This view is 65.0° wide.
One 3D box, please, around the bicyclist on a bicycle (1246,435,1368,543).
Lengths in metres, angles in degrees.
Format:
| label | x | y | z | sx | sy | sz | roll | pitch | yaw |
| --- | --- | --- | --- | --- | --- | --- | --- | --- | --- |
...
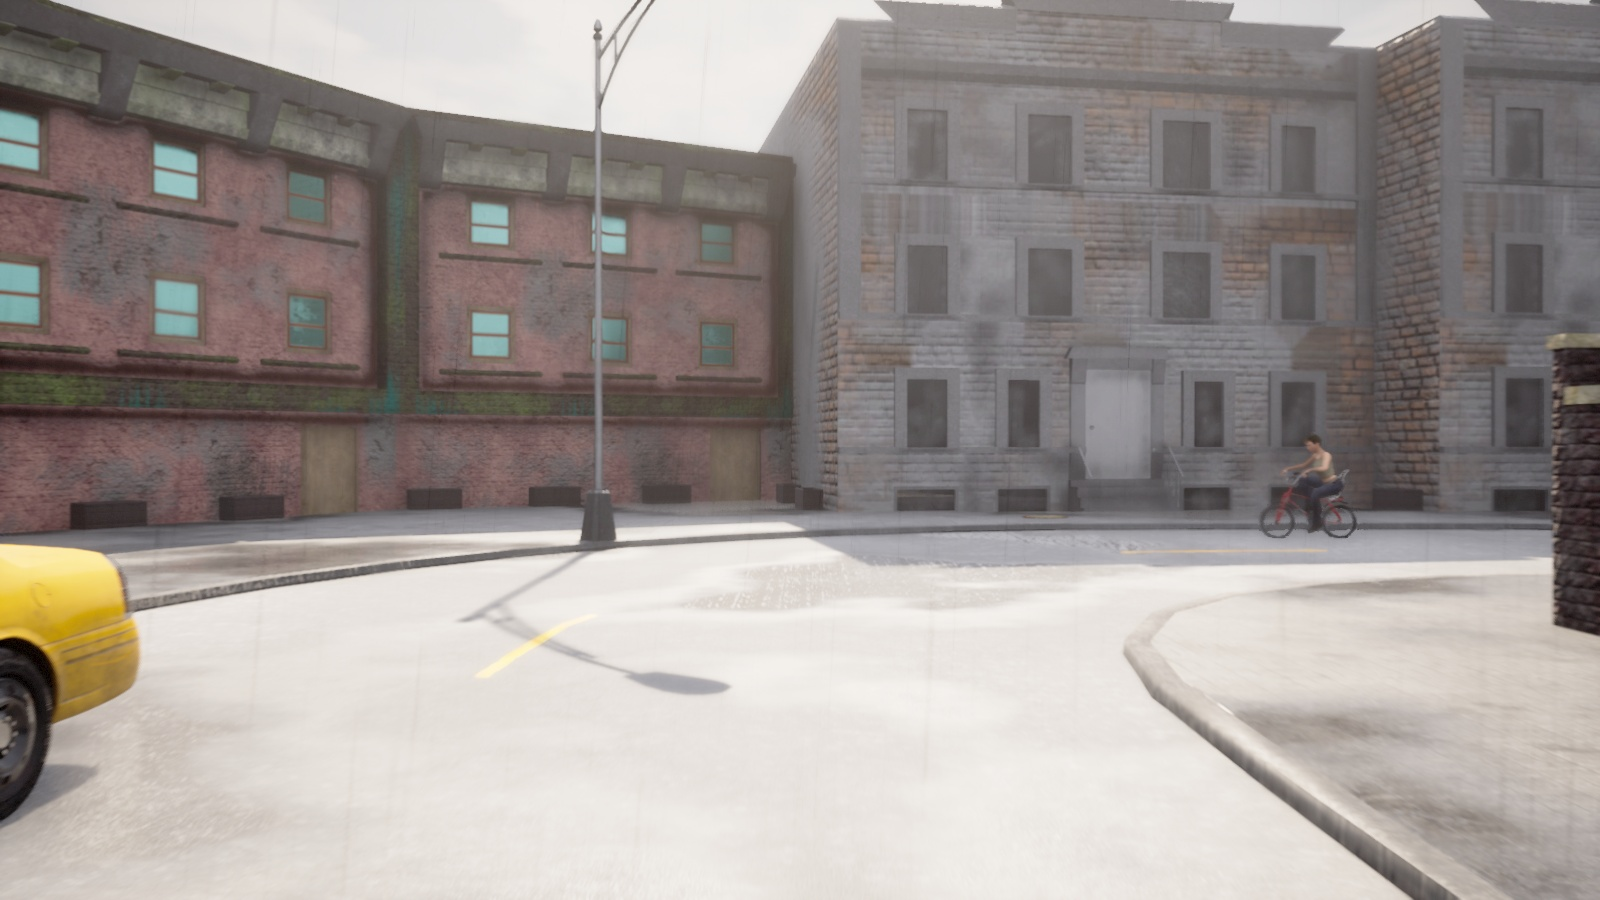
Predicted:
| label | x | y | z | sx | sy | sz | roll | pitch | yaw |
| --- | --- | --- | --- | --- | --- | --- | --- | --- | --- |
| bicyclist on a bicycle | 7.732 | 0.581 | 19.211 | 1.509 | 1.612 | 0.866 | 0 | 1 | -1 |

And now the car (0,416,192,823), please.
| label | x | y | z | sx | sy | sz | roll | pitch | yaw |
| --- | --- | --- | --- | --- | --- | --- | --- | --- | --- |
| car | -4.003 | 0.661 | 3.687 | 1.801 | 1.575 | 5.366 | 0 | 0 | 0 |
